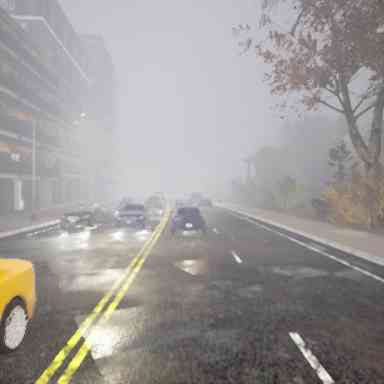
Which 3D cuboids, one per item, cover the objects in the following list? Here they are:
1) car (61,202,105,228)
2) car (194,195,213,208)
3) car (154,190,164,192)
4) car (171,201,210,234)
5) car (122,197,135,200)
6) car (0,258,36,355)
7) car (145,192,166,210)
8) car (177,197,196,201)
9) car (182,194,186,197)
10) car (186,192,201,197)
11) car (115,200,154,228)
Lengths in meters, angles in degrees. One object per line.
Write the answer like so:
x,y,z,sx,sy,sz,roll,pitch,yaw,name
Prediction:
-7.012,1.442,21.815,2.128,1.511,4.902,0,0,-2,car
1.717,1.438,45.753,1.994,1.385,4.181,0,0,-3,car
-5.699,0.688,56.718,2.150,2.045,5.566,0,0,-5,car
-0.215,1.479,18.709,1.812,1.442,4.674,0,0,-2,car
-7.942,1.388,41.400,2.128,1.511,4.902,0,0,-3,car
-3.386,1.471,3.217,1.882,1.535,5.008,0,0,0,car
-4.675,1.246,41.216,2.097,1.767,4.553,0,0,-3,car
-0.971,1.505,36.856,1.895,1.301,4.718,0,0,-3,car
-1.252,1.127,77.670,2.097,1.767,4.553,0,0,-7,car
0.581,1.055,59.892,2.150,2.045,5.566,0,0,-4,car
-3.755,1.474,21.669,1.812,1.442,4.674,0,0,-2,car
